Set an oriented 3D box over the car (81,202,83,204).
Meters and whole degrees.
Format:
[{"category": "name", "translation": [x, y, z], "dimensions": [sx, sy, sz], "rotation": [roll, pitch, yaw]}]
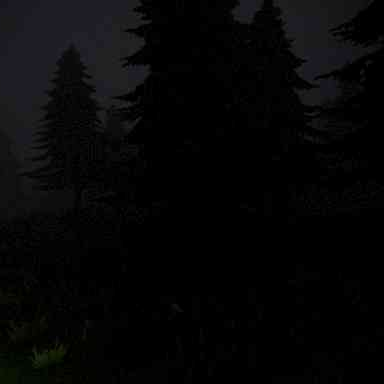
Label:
[{"category": "car", "translation": [-12.813, 1.901, 39.703], "dimensions": [2.033, 1.411, 5.357], "rotation": [-5, -6, 27]}]
